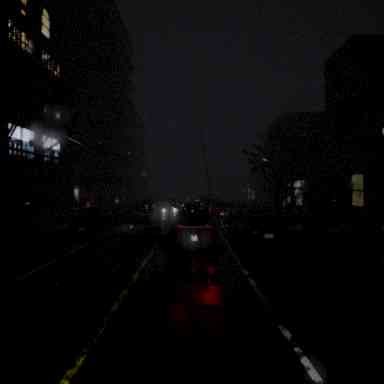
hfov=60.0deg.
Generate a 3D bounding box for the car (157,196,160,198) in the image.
[{"bbox_3d":[-5.696,1.434,47.727,1.967,1.590,4.097,-1,0,0],"label":"car"}]

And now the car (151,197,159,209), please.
[{"bbox_3d":[-5.695,1.560,42.050,1.947,1.339,4.313,-1,0,0],"label":"car"}]

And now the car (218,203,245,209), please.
[{"bbox_3d":[2.683,1.548,19.310,2.008,1.369,4.403,-1,0,0],"label":"car"}]

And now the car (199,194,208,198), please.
[{"bbox_3d":[2.687,1.558,64.731,1.947,1.339,4.313,-1,0,0],"label":"car"}]

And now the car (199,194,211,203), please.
[{"bbox_3d":[2.685,1.306,70.408,2.192,1.841,5.009,-1,0,0],"label":"car"}]

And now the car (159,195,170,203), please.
[{"bbox_3d":[-5.694,1.431,70.437,1.967,1.590,4.097,-1,0,0],"label":"car"}]

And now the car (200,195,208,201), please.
[{"bbox_3d":[3.009,1.494,85.808,1.837,1.490,4.892,0,0,0],"label":"car"}]

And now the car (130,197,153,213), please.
[{"bbox_3d":[-5.696,1.577,36.372,1.802,1.307,4.206,-1,0,0],"label":"car"}]

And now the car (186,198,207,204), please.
[{"bbox_3d":[0.091,1.560,30.125,1.994,1.385,4.181,0,0,0],"label":"car"}]

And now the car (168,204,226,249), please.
[{"bbox_3d":[0.088,1.489,14.466,2.128,1.511,4.902,0,0,0],"label":"car"}]

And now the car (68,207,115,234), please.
[{"bbox_3d":[-5.698,1.563,19.340,1.947,1.339,4.313,-1,0,0],"label":"car"}]

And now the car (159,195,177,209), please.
[{"bbox_3d":[-3.078,1.499,46.433,1.837,1.490,4.892,0,0,0],"label":"car"}]

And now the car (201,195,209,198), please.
[{"bbox_3d":[2.686,1.560,47.698,1.947,1.339,4.313,-1,0,0],"label":"car"}]

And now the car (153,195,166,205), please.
[{"bbox_3d":[-5.696,1.433,59.082,1.967,1.590,4.097,-1,0,0],"label":"car"}]

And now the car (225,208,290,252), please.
[{"bbox_3d":[2.682,1.564,13.633,1.947,1.339,4.313,-1,0,0],"label":"car"}]

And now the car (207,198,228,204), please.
[{"bbox_3d":[2.684,1.541,30.665,1.887,1.381,4.507,-1,0,0],"label":"car"}]

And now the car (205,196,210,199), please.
[{"bbox_3d":[2.684,1.520,36.513,1.752,1.417,4.829,-1,0,0],"label":"car"}]
